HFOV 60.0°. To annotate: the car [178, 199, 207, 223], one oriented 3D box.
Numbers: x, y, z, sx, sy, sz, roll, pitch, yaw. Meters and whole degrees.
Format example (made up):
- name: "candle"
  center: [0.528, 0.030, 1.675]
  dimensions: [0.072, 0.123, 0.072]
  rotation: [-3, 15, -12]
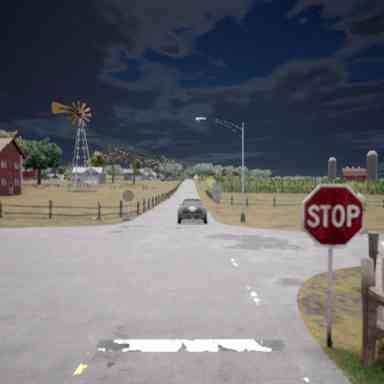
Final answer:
- name: "car"
  center: [0.021, 1.308, 25.574]
  dimensions: [2.097, 1.767, 4.553]
  rotation: [0, 0, 0]
